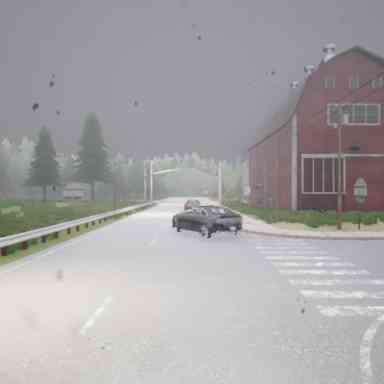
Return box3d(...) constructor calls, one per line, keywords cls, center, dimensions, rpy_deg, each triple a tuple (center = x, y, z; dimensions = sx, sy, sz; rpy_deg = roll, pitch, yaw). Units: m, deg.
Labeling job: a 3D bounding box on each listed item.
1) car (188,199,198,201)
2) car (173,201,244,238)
box3d(cls="car", center=(0.111, 1.554, 40.027), dimensions=(1.994, 1.385, 4.181), rpy_deg=(0, 0, 0))
box3d(cls="car", center=(0.686, 1.487, 17.670), dimensions=(2.128, 1.511, 4.902), rpy_deg=(-1, 1, -31))
